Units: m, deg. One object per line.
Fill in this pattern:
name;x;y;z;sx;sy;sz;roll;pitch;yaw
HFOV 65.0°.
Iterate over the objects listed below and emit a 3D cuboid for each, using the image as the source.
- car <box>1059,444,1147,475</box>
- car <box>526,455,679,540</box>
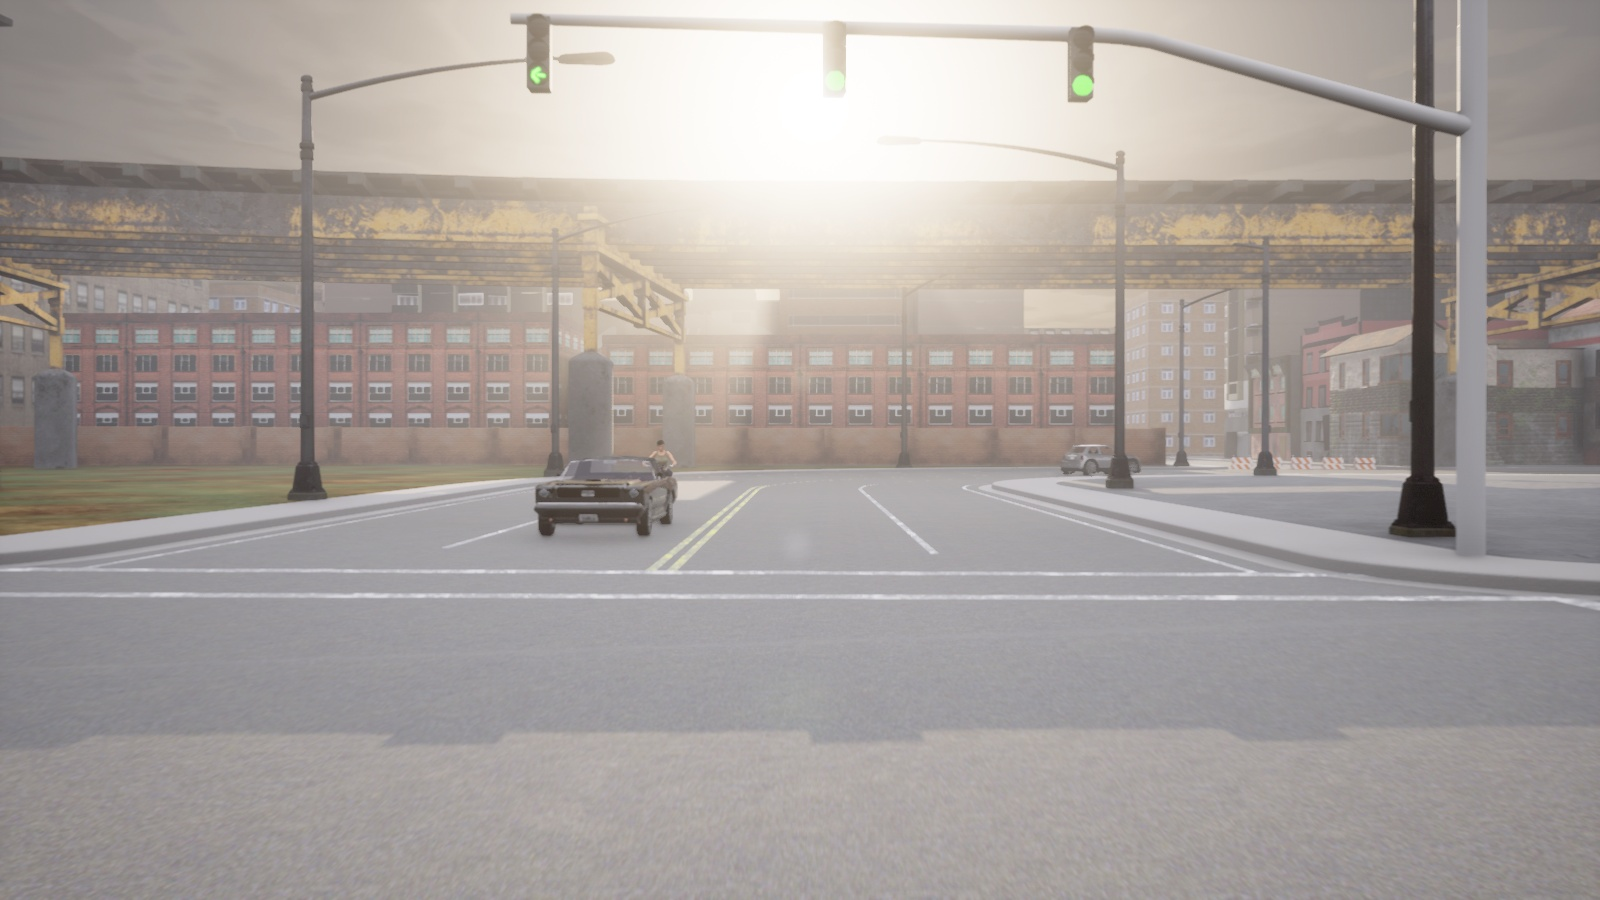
car;14.828;0.470;61.447;3.806;1.475;1.970;0;0;-26
car;-3.347;0.759;22.216;1.895;1.301;4.718;0;0;1
